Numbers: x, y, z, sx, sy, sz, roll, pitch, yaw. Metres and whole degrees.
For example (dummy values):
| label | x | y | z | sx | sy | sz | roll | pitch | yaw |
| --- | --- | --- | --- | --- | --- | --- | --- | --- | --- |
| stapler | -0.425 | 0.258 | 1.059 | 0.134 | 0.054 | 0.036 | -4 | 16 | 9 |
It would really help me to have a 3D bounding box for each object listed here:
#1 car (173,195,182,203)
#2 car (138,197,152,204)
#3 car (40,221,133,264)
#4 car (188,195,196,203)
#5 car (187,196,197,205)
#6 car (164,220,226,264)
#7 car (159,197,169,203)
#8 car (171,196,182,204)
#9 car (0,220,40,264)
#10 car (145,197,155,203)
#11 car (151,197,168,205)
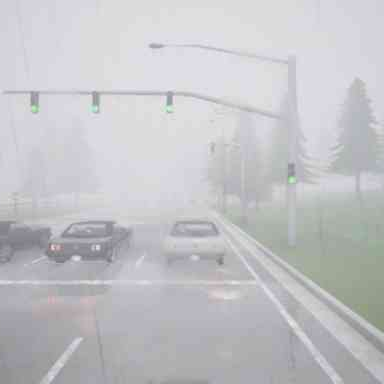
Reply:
| label | x | y | z | sx | sy | sz | roll | pitch | yaw |
| --- | --- | --- | --- | --- | --- | --- | --- | --- | --- |
| car | -3.519 | 1.722 | 83.154 | 2.097 | 1.767 | 4.553 | 0 | 0 | 0 |
| car | -10.517 | 2.059 | 73.207 | 1.895 | 1.301 | 4.718 | 0 | 0 | 0 |
| car | -3.409 | 1.679 | 12.038 | 1.895 | 1.301 | 4.718 | 0 | 0 | 0 |
| car | -0.019 | 1.722 | 83.155 | 2.097 | 1.767 | 4.553 | 0 | 0 | 0 |
| car | -0.017 | 1.985 | 72.763 | 2.128 | 1.511 | 4.902 | 0 | 0 | 0 |
| car | 0.092 | 1.679 | 12.090 | 1.895 | 1.301 | 4.718 | 0 | 0 | 0 |
| car | -7.019 | 1.907 | 83.182 | 2.033 | 1.411 | 5.357 | 0 | 0 | 0 |
| car | -3.517 | 1.818 | 73.150 | 2.097 | 1.767 | 4.553 | 0 | 0 | 0 |
| car | -6.908 | 1.680 | 12.106 | 1.895 | 1.301 | 4.718 | 0 | 0 | 0 |
| car | -10.519 | 1.892 | 83.182 | 1.812 | 1.442 | 4.674 | 0 | 0 | 0 |
| car | -7.017 | 1.985 | 72.762 | 2.128 | 1.511 | 4.902 | 0 | 0 | 0 |
